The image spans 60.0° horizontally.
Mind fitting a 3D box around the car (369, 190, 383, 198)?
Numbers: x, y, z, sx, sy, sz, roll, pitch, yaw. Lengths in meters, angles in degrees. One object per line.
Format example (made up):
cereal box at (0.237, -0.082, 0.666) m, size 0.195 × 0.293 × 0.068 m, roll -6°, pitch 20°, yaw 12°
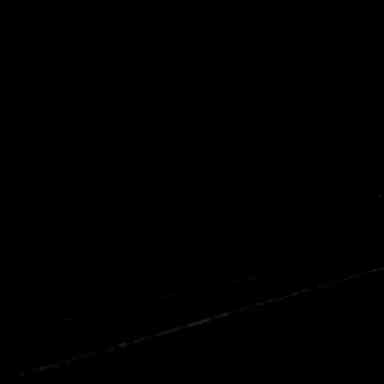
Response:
car at (39.392, 0.324, 70.040) m, size 1.837 × 1.490 × 4.892 m, roll -6°, pitch -1°, yaw -9°
